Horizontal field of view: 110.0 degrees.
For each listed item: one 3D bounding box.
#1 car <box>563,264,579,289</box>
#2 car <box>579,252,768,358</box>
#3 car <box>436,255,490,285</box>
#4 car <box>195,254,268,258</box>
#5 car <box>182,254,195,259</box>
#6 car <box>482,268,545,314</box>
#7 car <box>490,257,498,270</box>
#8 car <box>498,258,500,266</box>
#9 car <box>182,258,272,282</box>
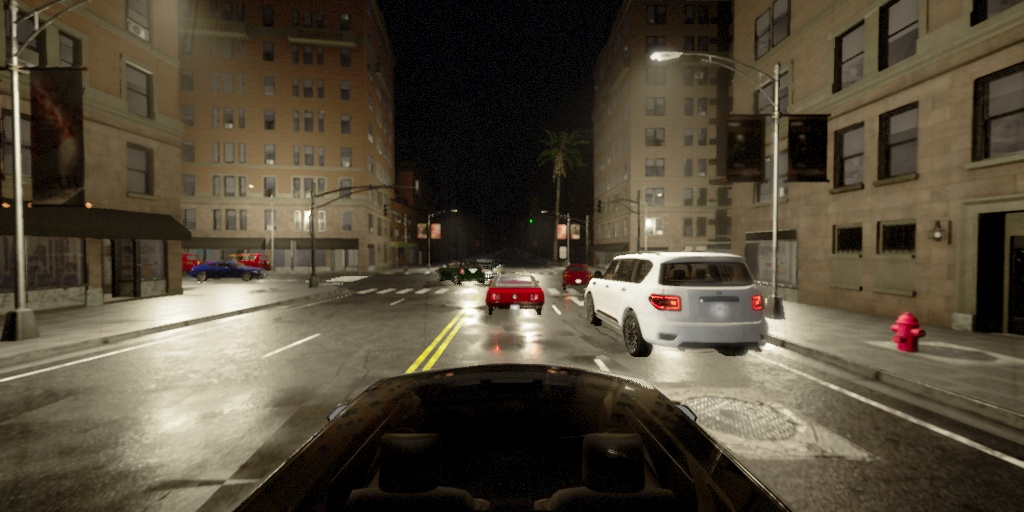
[{"bbox_3d":[4.115,1.220,22.110,1.812,1.442,4.674,0,0,11],"label":"car"},{"bbox_3d":[3.345,0.949,8.562,2.150,2.045,5.566,0,0,-1],"label":"car"},{"bbox_3d":[-3.842,1.050,26.004,2.097,1.767,4.553,-1,1,-34],"label":"car"},{"bbox_3d":[-23.900,0.749,31.330,5.009,1.841,2.192,0,0,-9],"label":"car"},{"bbox_3d":[-29.345,0.709,30.506,5.009,1.841,2.192,0,0,-9],"label":"car"},{"bbox_3d":[0.096,1.314,13.510,1.895,1.301,4.718,0,0,0],"label":"car"},{"bbox_3d":[-3.352,1.107,45.947,2.128,1.511,4.902,0,0,0],"label":"car"},{"bbox_3d":[-3.340,1.063,55.336,1.882,1.535,5.008,0,0,0],"label":"car"},{"bbox_3d":[-20.457,1.078,26.006,4.674,1.442,1.812,0,1,-9],"label":"car"}]
